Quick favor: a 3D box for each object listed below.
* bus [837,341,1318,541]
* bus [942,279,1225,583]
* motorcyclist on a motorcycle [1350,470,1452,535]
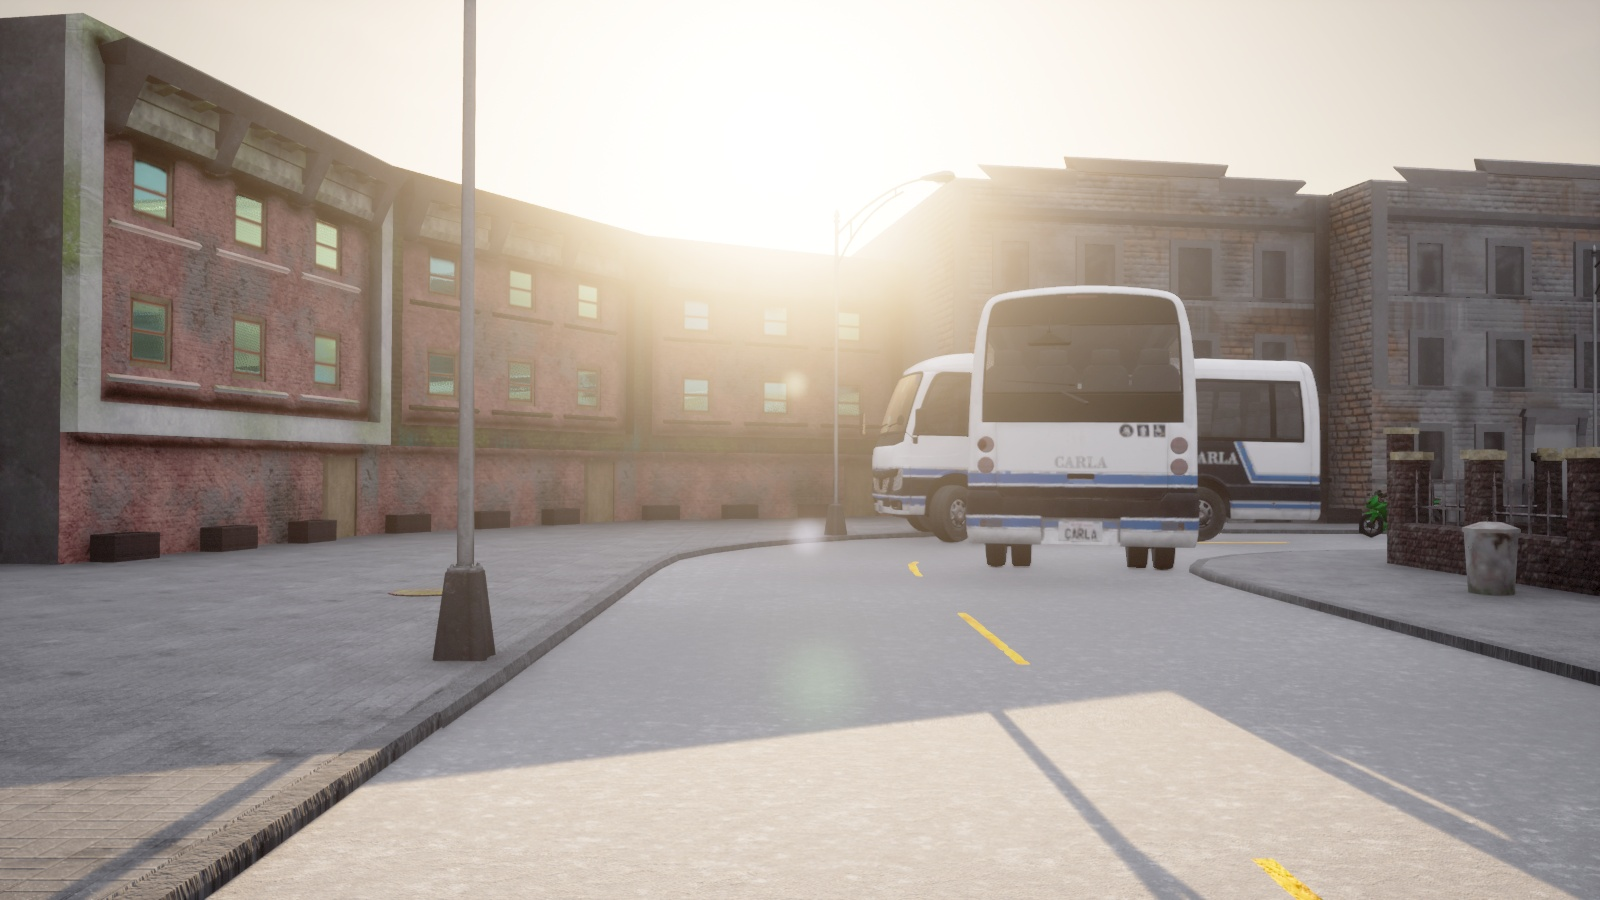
[{"bbox_3d":[6.245,-0.126,29.437,10.273,4.253,3.944,1,-1,-6],"label":"bus"},{"bbox_3d":[5.091,-0.186,23.035,3.944,4.253,10.273,0,-1,12],"label":"bus"},{"bbox_3d":[14.416,1.244,30.164,2.044,1.523,0.797,0,-1,0],"label":"motorcyclist on a motorcycle"}]
